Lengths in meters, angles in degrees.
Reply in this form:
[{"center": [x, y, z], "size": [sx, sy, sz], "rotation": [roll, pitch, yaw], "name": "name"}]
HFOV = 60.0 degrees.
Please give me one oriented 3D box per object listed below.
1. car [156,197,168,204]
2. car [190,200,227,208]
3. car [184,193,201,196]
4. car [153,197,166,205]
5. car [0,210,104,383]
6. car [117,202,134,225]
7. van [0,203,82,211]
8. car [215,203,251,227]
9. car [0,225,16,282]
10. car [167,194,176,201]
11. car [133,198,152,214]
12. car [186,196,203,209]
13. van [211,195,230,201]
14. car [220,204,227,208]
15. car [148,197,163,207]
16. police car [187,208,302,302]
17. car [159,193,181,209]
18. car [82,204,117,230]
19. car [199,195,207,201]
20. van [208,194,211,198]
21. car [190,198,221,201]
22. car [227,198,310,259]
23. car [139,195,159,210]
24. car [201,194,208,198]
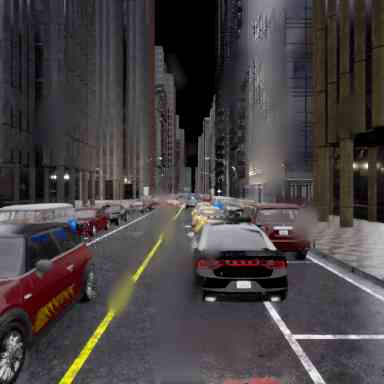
[{"center": [-5.610, 1.594, 63.064], "size": [1.802, 1.307, 4.206], "rotation": [0, 0, 0], "name": "car"}, {"center": [0.929, 1.456, 18.511], "size": [1.801, 1.575, 5.366], "rotation": [0, 0, 0], "name": "car"}, {"center": [0.148, 1.233, 60.969], "size": [2.150, 2.045, 5.566], "rotation": [0, 0, 0], "name": "car"}, {"center": [-5.624, 1.592, 57.445], "size": [1.802, 1.307, 4.206], "rotation": [0, 0, 0], "name": "car"}, {"center": [-3.090, 1.352, 5.184], "size": [2.097, 1.767, 4.553], "rotation": [0, 0, 0], "name": "car"}, {"center": [-5.707, 1.567, 23.735], "size": [1.947, 1.339, 4.313], "rotation": [0, 0, 0], "name": "car"}, {"center": [-5.734, 1.341, 12.499], "size": [1.690, 1.788, 3.998], "rotation": [0, 0, 0], "name": "van"}, {"center": [2.818, 1.552, 23.731], "size": [2.008, 1.369, 4.403], "rotation": [0, 0, 0], "name": "car"}, {"center": [-5.748, 1.566, 6.880], "size": [1.947, 1.339, 4.313], "rotation": [0, 0, 0], "name": "car"}, {"center": [-5.545, 1.345, 89.918], "size": [2.192, 1.841, 5.009], "rotation": [0, 0, 0], "name": "car"}, {"center": [-5.679, 1.585, 34.972], "size": [1.802, 1.307, 4.206], "rotation": [0, 0, 0], "name": "car"}, {"center": [0.145, 1.570, 45.642], "size": [1.994, 1.385, 4.181], "rotation": [0, 0, 0], "name": "car"}, {"center": [2.832, 1.343, 29.350], "size": [1.690, 1.788, 3.998], "rotation": [0, 0, 0], "name": "van"}, {"center": [2.805, 1.566, 18.113], "size": [1.947, 1.339, 4.313], "rotation": [0, 0, 0], "name": "car"}, {"center": [-5.638, 1.553, 51.827], "size": [1.887, 1.381, 4.507], "rotation": [0, 0, 0], "name": "car"}, {"center": [0.918, 1.425, 8.431], "size": [1.930, 1.638, 5.238], "rotation": [0, 0, 0], "name": "police car"}, {"center": [-2.894, 1.358, 44.469], "size": [2.097, 1.767, 4.553], "rotation": [0, 0, 0], "name": "car"}, {"center": [-5.721, 1.545, 18.117], "size": [1.887, 1.381, 4.507], "rotation": [0, 0, 0], "name": "car"}, {"center": [2.980, 1.581, 89.916], "size": [2.008, 1.369, 4.403], "rotation": [0, 0, 0], "name": "car"}, {"center": [2.846, 1.344, 34.969], "size": [1.690, 1.788, 3.998], "rotation": [0, 0, 0], "name": "van"}, {"center": [0.911, 1.457, 24.511], "size": [1.801, 1.575, 5.366], "rotation": [0, 0, 0], "name": "car"}, {"center": [2.791, 1.315, 12.493], "size": [2.192, 1.841, 5.009], "rotation": [0, 0, 0], "name": "car"}, {"center": [-5.666, 1.319, 40.590], "size": [2.192, 1.841, 5.009], "rotation": [0, 0, 0], "name": "car"}, {"center": [2.914, 1.327, 63.063], "size": [2.192, 1.841, 5.009], "rotation": [0, 0, 0], "name": "car"}]
